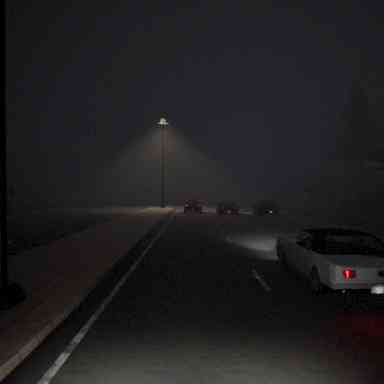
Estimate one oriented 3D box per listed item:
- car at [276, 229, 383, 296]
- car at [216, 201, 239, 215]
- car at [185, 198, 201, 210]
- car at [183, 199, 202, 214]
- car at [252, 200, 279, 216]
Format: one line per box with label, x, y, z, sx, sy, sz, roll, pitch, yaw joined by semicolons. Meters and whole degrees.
car;3.601;1.601;8.616;1.895;1.301;4.718;0;0;0
car;3.602;1.600;34.476;1.895;1.301;4.718;0;0;0
car;0.103;1.564;44.603;1.994;1.385;4.181;0;0;0
car;0.097;1.526;35.848;1.812;1.442;4.674;0;0;0
car;7.102;1.506;32.304;1.837;1.490;4.892;0;0;0
